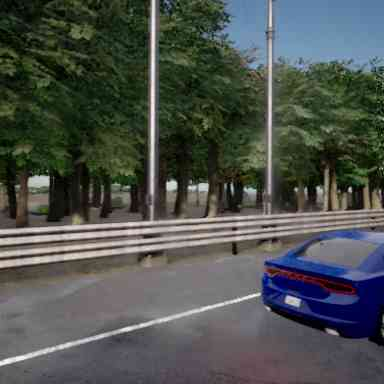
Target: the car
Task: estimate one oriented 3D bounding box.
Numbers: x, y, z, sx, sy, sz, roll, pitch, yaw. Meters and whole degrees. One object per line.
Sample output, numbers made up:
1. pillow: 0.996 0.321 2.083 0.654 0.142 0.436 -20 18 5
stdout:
1. car: 3.502 1.503 6.476 5.008 1.535 1.882 0 0 -37
